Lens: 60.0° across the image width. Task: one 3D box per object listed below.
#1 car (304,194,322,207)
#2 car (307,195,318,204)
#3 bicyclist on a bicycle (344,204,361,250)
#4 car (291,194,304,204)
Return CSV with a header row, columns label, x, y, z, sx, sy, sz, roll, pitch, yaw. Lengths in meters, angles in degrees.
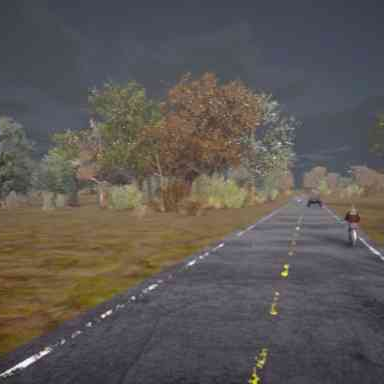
label,x,y,z,sx,sy,sz,roll,pitch,yaw
car,19.743,1.335,53.695,2.150,2.045,5.566,-1,0,18
car,25.094,1.494,69.408,2.097,1.767,4.553,-1,0,19
bicyclist on a bicycle,6.453,1.380,13.376,0.659,1.776,1.843,-1,0,19
car,21.319,1.546,67.687,2.097,1.767,4.553,-1,0,19
